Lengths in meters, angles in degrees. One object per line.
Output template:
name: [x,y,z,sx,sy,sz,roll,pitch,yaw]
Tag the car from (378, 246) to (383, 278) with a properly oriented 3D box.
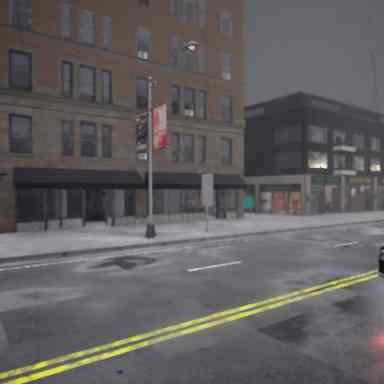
car: [6.346,1.482,7.951,4.902,1.511,2.128,0,0,-35]
